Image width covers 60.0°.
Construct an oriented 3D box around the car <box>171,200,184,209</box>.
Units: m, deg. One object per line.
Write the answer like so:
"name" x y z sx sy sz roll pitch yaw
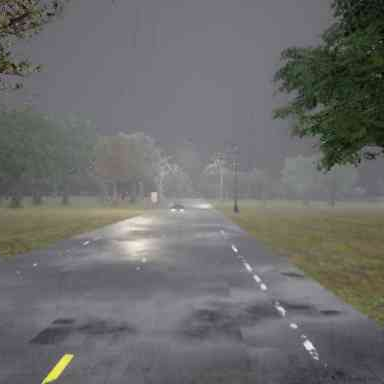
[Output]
"car" -2.549 2.209 60.676 2.097 1.767 4.553 0 -1 2
